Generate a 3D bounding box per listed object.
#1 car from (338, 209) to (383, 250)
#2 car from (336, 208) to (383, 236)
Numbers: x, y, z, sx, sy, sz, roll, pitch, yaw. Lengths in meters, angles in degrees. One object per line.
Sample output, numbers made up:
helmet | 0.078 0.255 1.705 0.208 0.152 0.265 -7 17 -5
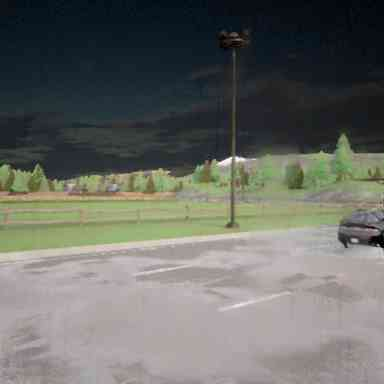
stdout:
car | 8.012 1.597 13.755 4.902 1.511 2.128 0 0 -35
car | 10.750 1.709 20.004 4.181 1.385 1.994 1 0 -35
